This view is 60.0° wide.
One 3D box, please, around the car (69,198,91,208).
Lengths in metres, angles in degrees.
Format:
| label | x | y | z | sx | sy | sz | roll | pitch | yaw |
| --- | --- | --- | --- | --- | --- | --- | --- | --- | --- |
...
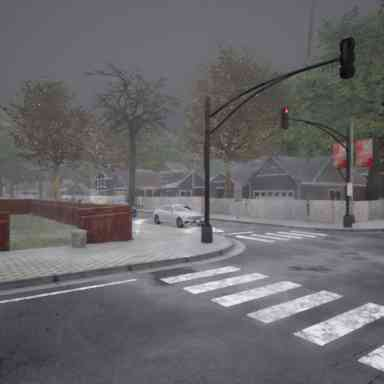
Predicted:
| label | x | y | z | sx | sy | sz | roll | pitch | yaw |
| --- | --- | --- | --- | --- | --- | --- | --- | --- | --- |
| car | -16.699 | 1.652 | 49.611 | 1.994 | 1.385 | 4.181 | 0 | 0 | -35 |

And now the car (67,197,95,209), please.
| label | x | y | z | sx | sy | sz | roll | pitch | yaw |
| --- | --- | --- | --- | --- | --- | --- | --- | --- | --- |
| car | -12.816 | 1.529 | 39.205 | 1.882 | 1.535 | 5.008 | 0 | 0 | -35 |

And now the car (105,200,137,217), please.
| label | x | y | z | sx | sy | sz | roll | pitch | yaw |
| --- | --- | --- | --- | --- | --- | --- | --- | --- | --- |
| car | -6.828 | 1.512 | 30.824 | 1.882 | 1.535 | 5.008 | 0 | 0 | -36 |

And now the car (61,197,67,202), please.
| label | x | y | z | sx | sy | sz | roll | pitch | yaw |
| --- | --- | --- | --- | --- | --- | --- | --- | --- | --- |
| car | -22.359 | 1.599 | 57.419 | 2.128 | 1.511 | 4.902 | 0 | 0 | -36 |

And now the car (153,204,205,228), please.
| label | x | y | z | sx | sy | sz | roll | pitch | yaw |
| --- | --- | --- | --- | --- | --- | --- | --- | --- | --- |
| car | -0.990 | 1.546 | 22.655 | 1.812 | 1.442 | 4.674 | 0 | 0 | -36 |
